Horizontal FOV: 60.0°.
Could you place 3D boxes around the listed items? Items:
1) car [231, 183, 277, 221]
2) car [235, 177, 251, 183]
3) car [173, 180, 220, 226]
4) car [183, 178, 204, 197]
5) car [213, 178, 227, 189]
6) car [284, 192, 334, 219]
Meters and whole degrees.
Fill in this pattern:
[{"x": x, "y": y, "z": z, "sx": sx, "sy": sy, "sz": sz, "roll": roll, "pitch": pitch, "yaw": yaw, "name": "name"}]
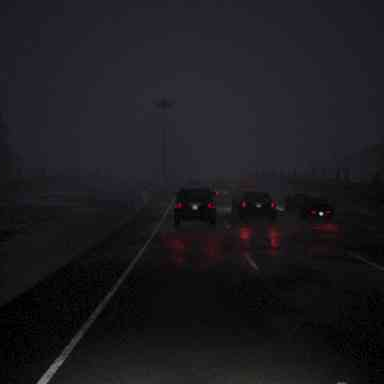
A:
[{"x": 3.659, "y": 0.614, "z": 20.311, "sx": 2.097, "sy": 1.767, "sz": 4.553, "roll": 0, "pitch": 4, "yaw": 0, "name": "car"}, {"x": 7.252, "y": -1.382, "z": 47.587, "sx": 1.882, "sy": 1.535, "sz": 5.008, "roll": 0, "pitch": 5, "yaw": 0, "name": "car"}, {"x": 0.153, "y": 0.617, "z": 18.414, "sx": 2.150, "sy": 2.045, "sz": 5.566, "roll": 0, "pitch": 4, "yaw": 0, "name": "car"}, {"x": 0.175, "y": -0.527, "z": 34.914, "sx": 2.097, "sy": 1.767, "sz": 4.553, "roll": 0, "pitch": 4, "yaw": 1, "name": "car"}, {"x": 3.747, "y": -1.277, "z": 46.426, "sx": 2.128, "sy": 1.511, "sz": 4.902, "roll": 0, "pitch": 5, "yaw": 0, "name": "car"}, {"x": 7.160, "y": 0.740, "z": 20.798, "sx": 1.837, "sy": 1.490, "sz": 4.892, "roll": 0, "pitch": 5, "yaw": 0, "name": "car"}]
